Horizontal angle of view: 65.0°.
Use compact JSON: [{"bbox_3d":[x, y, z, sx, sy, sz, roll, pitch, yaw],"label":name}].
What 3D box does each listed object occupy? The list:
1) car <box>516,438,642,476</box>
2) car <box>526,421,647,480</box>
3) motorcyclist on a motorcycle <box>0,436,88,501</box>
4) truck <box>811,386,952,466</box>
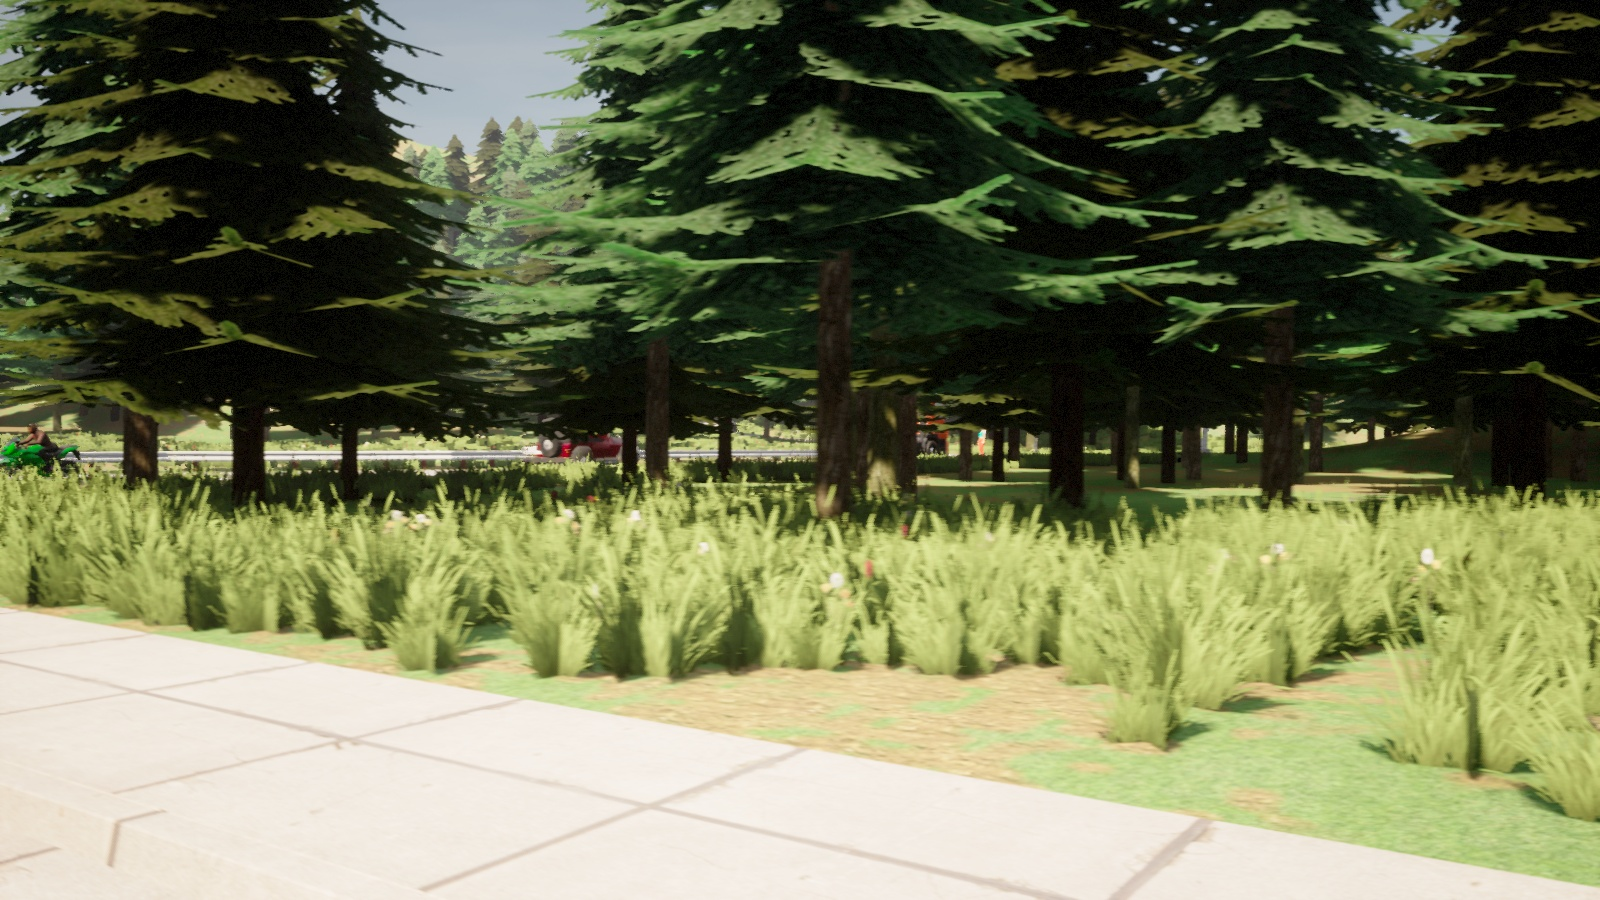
[{"bbox_3d":[-8.250,0.235,47.274,1.895,1.301,4.718,0,1,34],"label":"car"},{"bbox_3d":[-7.185,-0.014,42.524,1.905,1.878,3.866,0,1,33],"label":"car"},{"bbox_3d":[-18.789,0.435,30.918,0.797,1.523,2.044,0,1,33],"label":"motorcyclist on a motorcycle"},{"bbox_3d":[3.941,-1.117,58.909,2.891,3.462,7.936,0,1,35],"label":"truck"}]
